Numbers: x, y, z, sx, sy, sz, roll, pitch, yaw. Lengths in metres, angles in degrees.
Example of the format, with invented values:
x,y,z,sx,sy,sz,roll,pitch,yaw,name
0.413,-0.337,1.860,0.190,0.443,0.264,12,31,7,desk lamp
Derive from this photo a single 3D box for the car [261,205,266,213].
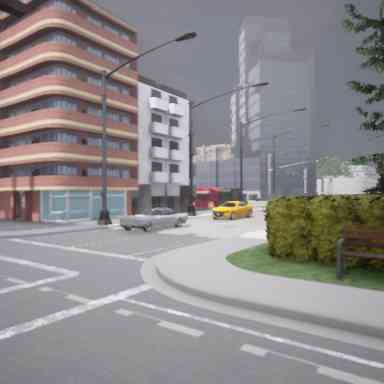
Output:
x,y,z,sx,sy,sz,roll,pitch,yaw,name
9.548,1.688,37.466,1.895,1.301,4.718,0,0,36,car

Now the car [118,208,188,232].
x,y,z,sx,sy,sz,roll,pitch,yaw,name
-2.340,1.690,20.992,1.895,1.301,4.718,0,0,36,car

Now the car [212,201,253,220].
x,y,z,sx,sy,sz,roll,pitch,yaw,name
3.601,1.566,29.243,1.882,1.535,5.008,0,0,36,car
